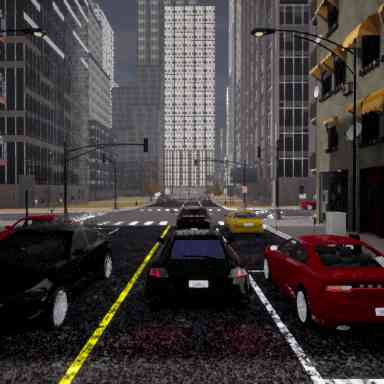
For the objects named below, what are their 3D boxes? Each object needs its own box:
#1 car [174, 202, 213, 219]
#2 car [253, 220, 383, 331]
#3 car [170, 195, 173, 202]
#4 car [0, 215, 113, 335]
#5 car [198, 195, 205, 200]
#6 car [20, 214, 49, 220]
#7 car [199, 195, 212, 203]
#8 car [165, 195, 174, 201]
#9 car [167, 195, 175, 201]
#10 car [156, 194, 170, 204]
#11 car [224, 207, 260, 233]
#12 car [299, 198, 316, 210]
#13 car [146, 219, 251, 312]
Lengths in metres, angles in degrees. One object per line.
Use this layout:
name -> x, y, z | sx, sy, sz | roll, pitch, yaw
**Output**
car -> 0.088, 1.503, 17.763 | 1.837, 1.490, 4.892 | 0, 0, -1
car -> 2.686, 1.544, 6.895 | 1.887, 1.381, 4.507 | -1, 0, 0
car -> -5.659, 1.313, 67.034 | 2.192, 1.841, 5.009 | -1, 0, 0
car -> -3.083, 1.476, 7.089 | 1.882, 1.535, 5.008 | 0, 0, 0
car -> 2.741, 1.582, 94.826 | 1.802, 1.307, 4.206 | -1, 0, 0
car -> -5.691, 1.543, 12.438 | 1.887, 1.381, 4.507 | -1, 0, 0
car -> 2.718, 1.437, 61.468 | 1.967, 1.590, 4.097 | -1, 0, 0
car -> -5.648, 1.524, 83.543 | 1.752, 1.417, 4.829 | -1, 0, 0
car -> -5.643, 1.544, 89.272 | 1.887, 1.381, 4.507 | -1, 0, 0
car -> -5.660, 1.542, 61.474 | 1.887, 1.381, 4.507 | -1, 0, 0
car -> 2.693, 1.523, 18.112 | 1.752, 1.417, 4.829 | -1, 0, 0
car -> 14.274, 1.256, 37.060 | 4.507, 1.381, 1.887 | -1, 1, 0
car -> 0.108, 1.563, 7.778 | 1.994, 1.385, 4.181 | 0, 0, 0
